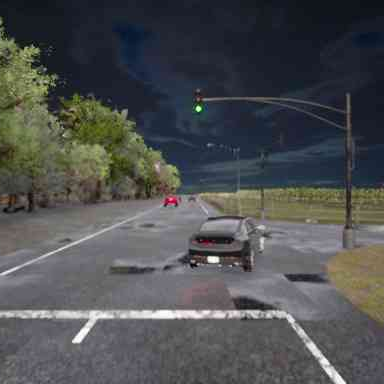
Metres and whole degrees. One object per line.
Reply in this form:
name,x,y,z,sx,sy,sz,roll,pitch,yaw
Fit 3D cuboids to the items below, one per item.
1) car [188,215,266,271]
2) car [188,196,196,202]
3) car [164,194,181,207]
car,1.298,1.541,11.199,1.837,1.490,4.892,-1,0,17
car,0.014,1.722,82.023,1.837,1.490,4.892,0,0,0
car,-3.392,1.374,55.795,2.150,2.045,5.566,0,0,0
